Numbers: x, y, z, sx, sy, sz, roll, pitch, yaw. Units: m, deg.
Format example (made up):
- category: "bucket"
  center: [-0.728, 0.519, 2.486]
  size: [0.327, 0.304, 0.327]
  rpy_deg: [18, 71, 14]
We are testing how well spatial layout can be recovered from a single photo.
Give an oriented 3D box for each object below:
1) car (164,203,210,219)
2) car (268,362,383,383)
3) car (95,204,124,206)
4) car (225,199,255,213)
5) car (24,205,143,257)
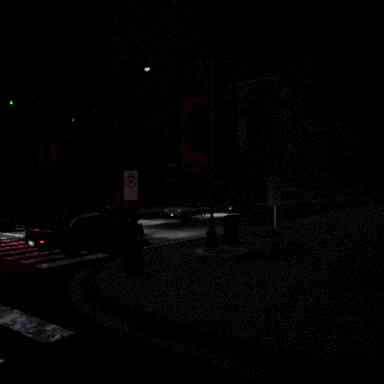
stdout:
- category: "car"
  center: [-0.408, 1.637, 29.932]
  size: [1.895, 1.301, 4.718]
  rpy_deg: [0, 0, 36]
- category: "car"
  center: [2.209, 1.551, 1.270]
  size: [4.403, 1.369, 2.008]
  rpy_deg: [0, 0, 36]
- category: "car"
  center: [-5.423, 1.544, 16.867]
  size: [1.812, 1.442, 4.674]
  rpy_deg: [0, 0, 35]
- category: "car"
  center: [5.620, 1.549, 38.424]
  size: [2.128, 1.511, 4.902]
  rpy_deg: [0, 0, 35]
- category: "car"
  center: [-4.019, 1.510, 13.202]
  size: [2.128, 1.511, 4.902]
  rpy_deg: [0, 0, 35]
